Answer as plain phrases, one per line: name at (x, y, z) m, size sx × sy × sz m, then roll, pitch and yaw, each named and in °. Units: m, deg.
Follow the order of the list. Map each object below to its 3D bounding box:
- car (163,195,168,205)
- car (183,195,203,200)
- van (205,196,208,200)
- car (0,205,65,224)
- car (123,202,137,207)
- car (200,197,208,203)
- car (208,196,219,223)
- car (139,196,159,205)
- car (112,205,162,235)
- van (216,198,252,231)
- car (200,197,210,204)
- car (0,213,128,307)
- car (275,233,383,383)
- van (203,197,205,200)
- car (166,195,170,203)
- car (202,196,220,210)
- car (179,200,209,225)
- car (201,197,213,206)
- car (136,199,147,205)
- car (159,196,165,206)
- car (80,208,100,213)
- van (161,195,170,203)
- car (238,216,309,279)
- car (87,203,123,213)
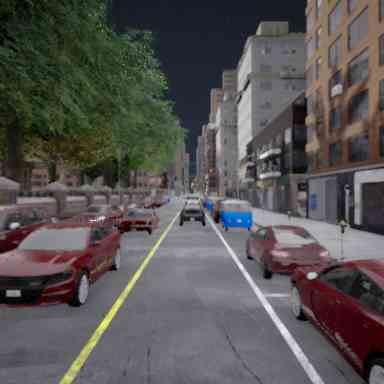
car at (-5.862, 1.769, 58.560) m, size 2.008 × 1.369 × 4.403 m, roll 0°, pitch 0°, yaw 0°
car at (0.086, 1.385, 43.028) m, size 2.150 × 2.045 × 5.566 m, roll 0°, pitch 0°, yaw 0°
van at (2.666, 1.480, 36.923) m, size 1.690 × 1.788 × 3.998 m, roll 0°, pitch 0°, yaw 0°
car at (-5.857, 1.353, 9.896) m, size 2.192 × 1.841 × 5.009 m, roll 0°, pitch 0°, yaw 0°
car at (-5.859, 1.643, 26.117) m, size 1.887 × 1.381 × 4.507 m, roll 0°, pitch 0°, yaw 0°
car at (2.663, 1.858, 74.846) m, size 1.802 × 1.307 × 4.206 m, roll 0°, pitch 0°, yaw 2°
car at (2.667, 1.414, 26.107) m, size 2.192 × 1.841 × 5.009 m, roll 0°, pitch 0°, yaw 0°
car at (-5.860, 1.474, 42.339) m, size 2.192 × 1.841 × 5.009 m, roll 0°, pitch 0°, yaw 0°
car at (-3.024, 1.675, 19.578) m, size 1.895 × 1.301 × 4.718 m, roll 0°, pitch 0°, yaw 0°
van at (2.668, 1.419, 20.699) m, size 1.690 × 1.788 × 3.998 m, roll 0°, pitch 0°, yaw 0°
car at (2.662, 1.801, 69.372) m, size 1.887 × 1.381 × 4.507 m, roll 0°, pitch 0°, yaw 0°
car at (-3.091, 1.509, 8.281) m, size 1.882 × 1.535 × 5.008 m, roll 0°, pitch -1°, yaw 0°
car at (2.669, 1.562, 4.473) m, size 1.887 × 1.381 × 4.507 m, roll 0°, pitch 0°, yaw 0°
van at (2.665, 1.500, 42.331) m, size 1.690 × 1.788 × 3.998 m, roll 0°, pitch 0°, yaw 0°
car at (-5.863, 1.677, 63.968) m, size 1.967 × 1.590 × 4.097 m, roll 0°, pitch 0°, yaw 0°
car at (2.665, 1.494, 47.740) m, size 2.192 × 1.841 × 5.009 m, roll 0°, pitch 0°, yaw 0°
car at (0.051, 1.600, 24.980) m, size 1.837 × 1.490 × 4.892 m, roll 0°, pitch 0°, yaw 0°
car at (2.663, 1.658, 58.556) m, size 1.967 × 1.590 × 4.097 m, roll 0°, pitch 0°, yaw 0°
car at (-5.860, 1.670, 31.524) m, size 2.008 × 1.369 × 4.403 m, roll 0°, pitch 0°, yaw 0°
car at (-5.862, 1.743, 53.153) m, size 1.887 × 1.381 × 4.507 m, roll 0°, pitch 0°, yaw 0°
car at (-5.858, 1.640, 15.302) m, size 1.802 × 1.307 × 4.206 m, roll 0°, pitch 0°, yaw 0°
van at (-5.864, 1.617, 74.783) m, size 1.690 × 1.788 × 3.998 m, roll 0°, pitch 0°, yaw 0°
car at (2.668, 1.620, 9.881) m, size 1.802 × 1.307 × 4.206 m, roll 0°, pitch 0°, yaw 0°
car at (-5.858, 1.518, 20.710) m, size 1.967 × 1.590 × 4.097 m, roll 0°, pitch 0°, yaw 0°
